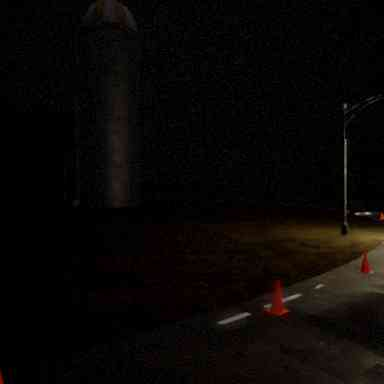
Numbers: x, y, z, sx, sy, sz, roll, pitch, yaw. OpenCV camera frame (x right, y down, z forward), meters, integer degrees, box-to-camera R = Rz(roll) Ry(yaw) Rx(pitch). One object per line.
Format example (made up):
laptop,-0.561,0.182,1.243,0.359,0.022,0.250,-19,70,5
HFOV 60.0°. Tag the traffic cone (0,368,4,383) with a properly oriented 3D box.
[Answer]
traffic cone,-2.050,1.970,3.449,0.340,0.580,0.340,1,-1,-36

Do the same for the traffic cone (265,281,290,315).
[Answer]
traffic cone,1.664,2.019,6.456,0.340,0.580,0.340,1,-1,-42

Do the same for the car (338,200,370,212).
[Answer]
car,21.004,1.801,43.353,2.033,1.411,5.357,0,0,-1

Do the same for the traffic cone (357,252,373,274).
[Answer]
traffic cone,5.098,2.058,9.779,0.340,0.580,0.340,0,-1,43
